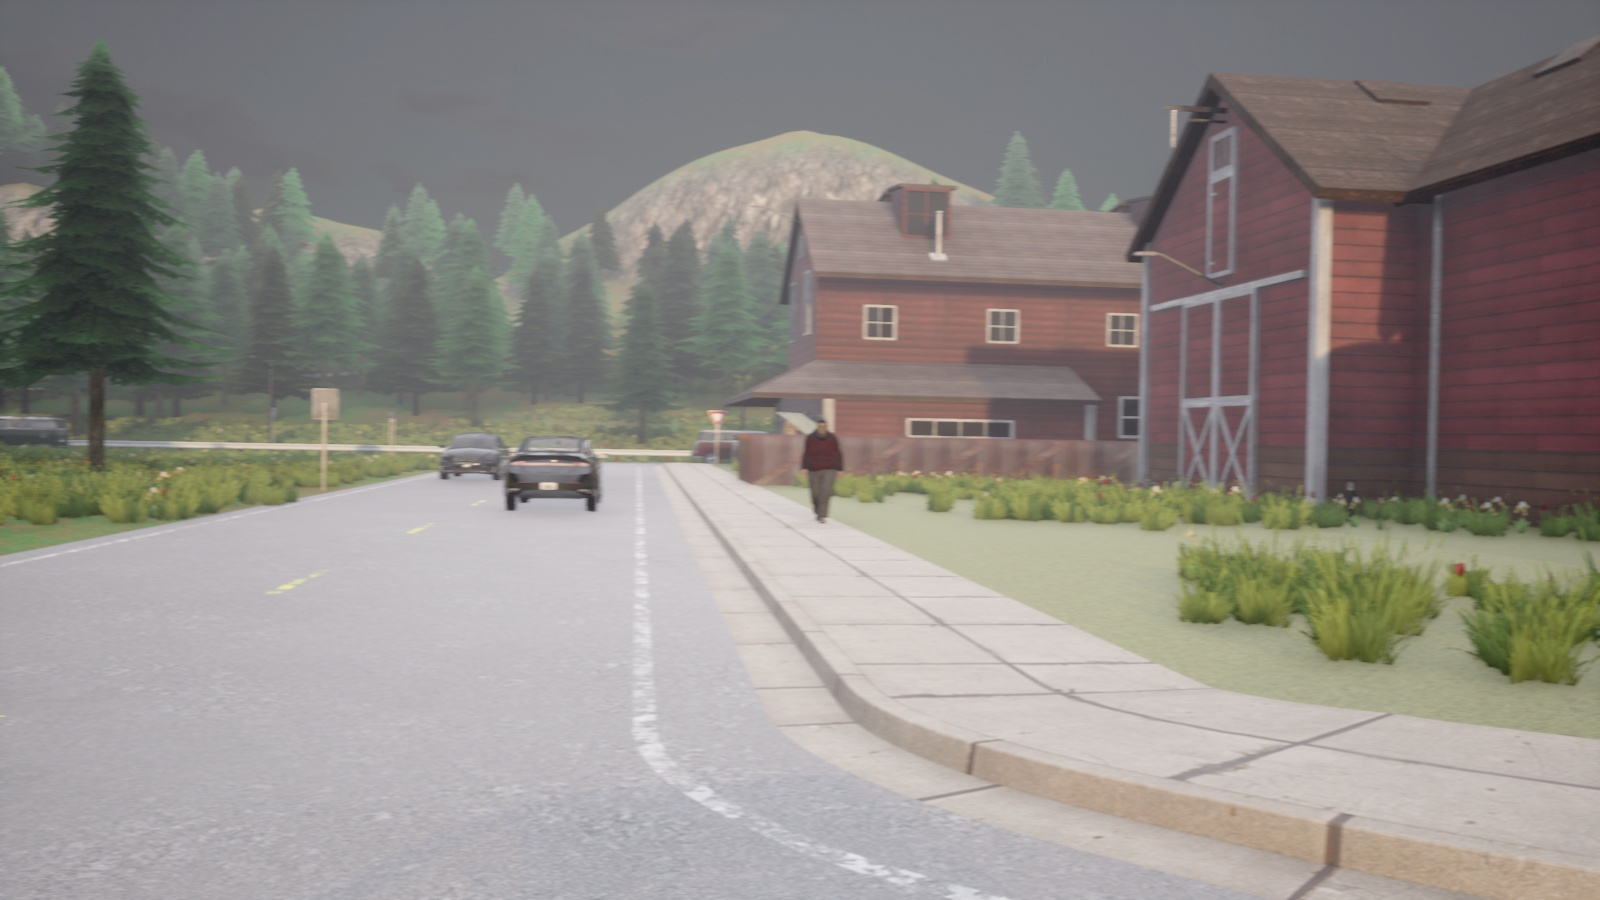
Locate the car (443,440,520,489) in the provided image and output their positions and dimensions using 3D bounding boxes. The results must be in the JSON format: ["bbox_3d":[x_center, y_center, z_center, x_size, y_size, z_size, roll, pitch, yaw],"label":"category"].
[{"bbox_3d":[-10.285,0.421,40.884,1.837,1.490,4.892,0,1,-7],"label":"car"}]

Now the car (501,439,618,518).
[{"bbox_3d":[-4.986,0.521,26.670,2.128,1.511,4.902,0,1,-7],"label":"car"}]

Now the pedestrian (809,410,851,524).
[{"bbox_3d":[0.506,0.274,20.728,0.634,1.844,0.899,0,1,5],"label":"pedestrian"}]

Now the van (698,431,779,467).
[{"bbox_3d":[-3.516,-0.053,71.116,4.442,1.987,1.775,0,1,-7],"label":"van"}]

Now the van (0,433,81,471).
[{"bbox_3d":[-40.811,0.095,66.415,4.442,1.987,1.775,0,1,-7],"label":"van"}]
